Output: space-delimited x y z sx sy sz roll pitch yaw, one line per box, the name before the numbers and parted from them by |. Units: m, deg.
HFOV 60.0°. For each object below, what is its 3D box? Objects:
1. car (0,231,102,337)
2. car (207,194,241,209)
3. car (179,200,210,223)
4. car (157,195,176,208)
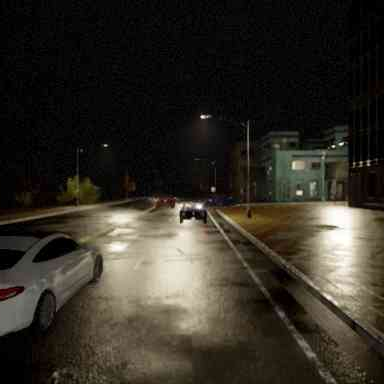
car | -3.154 1.487 6.461 1.812 1.442 4.674 0 0 0
car | 3.899 1.030 40.675 4.553 1.767 2.097 -3 1 -38
car | 0.087 1.456 23.998 1.895 1.301 4.718 0 0 0
car | -3.171 1.101 41.945 2.097 1.767 4.553 0 1 0
